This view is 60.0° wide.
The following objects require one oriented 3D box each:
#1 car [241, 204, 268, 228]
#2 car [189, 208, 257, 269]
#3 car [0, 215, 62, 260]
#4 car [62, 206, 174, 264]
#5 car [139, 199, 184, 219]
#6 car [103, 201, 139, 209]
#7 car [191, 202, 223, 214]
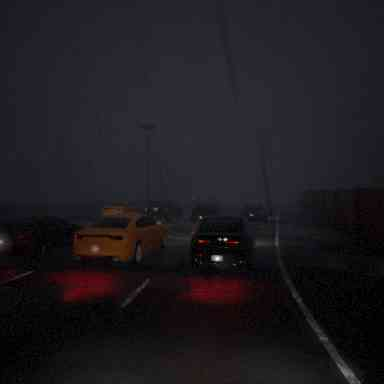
[{"bbox_3d":[4.620,1.571,24.932,1.994,1.385,4.181,0,0,15],"label":"car"},{"bbox_3d":[1.156,1.514,11.226,1.837,1.490,4.892,0,0,11],"label":"car"},{"bbox_3d":[-5.706,1.570,12.610,1.994,1.385,4.181,0,0,11],"label":"car"},{"bbox_3d":[-2.275,1.483,11.918,1.882,1.535,5.008,0,0,11],"label":"car"},{"bbox_3d":[-2.163,1.364,26.660,2.097,1.767,4.553,0,0,15],"label":"car"},{"bbox_3d":[-5.544,1.483,27.568,1.882,1.535,5.008,0,0,15],"label":"car"},{"bbox_3d":[1.232,1.515,25.811,1.837,1.490,4.892,0,0,15],"label":"car"}]
